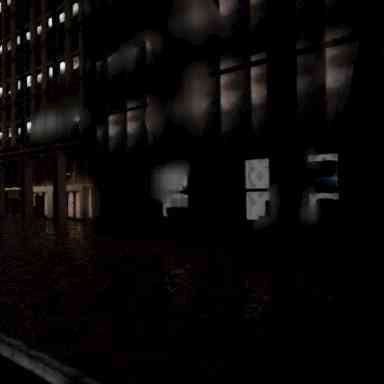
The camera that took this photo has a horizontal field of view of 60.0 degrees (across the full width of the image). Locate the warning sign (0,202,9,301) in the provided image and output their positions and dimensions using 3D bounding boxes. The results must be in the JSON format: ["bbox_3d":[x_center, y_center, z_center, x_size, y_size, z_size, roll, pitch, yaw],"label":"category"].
[{"bbox_3d":[-4.325,1.132,6.129,1.060,1.860,1.300,-1,0,35],"label":"warning sign"}]
